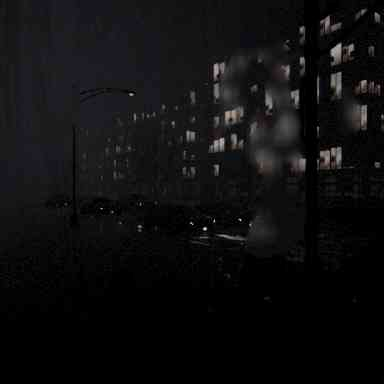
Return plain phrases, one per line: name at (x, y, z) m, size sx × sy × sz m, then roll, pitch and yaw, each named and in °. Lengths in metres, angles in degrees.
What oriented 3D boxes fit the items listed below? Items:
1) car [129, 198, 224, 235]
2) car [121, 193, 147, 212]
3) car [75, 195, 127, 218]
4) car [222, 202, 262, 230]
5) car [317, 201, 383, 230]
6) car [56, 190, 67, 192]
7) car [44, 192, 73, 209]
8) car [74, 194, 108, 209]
car at (-1.030, 1.292, 17.668) m, size 2.033 × 1.411 × 5.357 m, roll 0°, pitch 1°, yaw -38°
car at (-4.613, 0.911, 27.468) m, size 2.097 × 1.767 × 4.553 m, roll 0°, pitch 1°, yaw -38°
car at (-7.043, 1.092, 25.294) m, size 1.812 × 1.442 × 4.674 m, roll 0°, pitch 1°, yaw -38°
car at (1.576, 1.289, 19.667) m, size 2.033 × 1.411 × 5.357 m, roll 0°, pitch 1°, yaw -36°
car at (9.783, 1.311, 19.964) m, size 2.128 × 1.511 × 4.902 m, roll -1°, pitch 1°, yaw -41°
car at (-25.406, 0.300, 64.824) m, size 1.812 × 1.442 × 4.674 m, roll 0°, pitch 1°, yaw -38°
car at (-13.242, 0.947, 33.193) m, size 1.994 × 1.385 × 4.181 m, roll 0°, pitch 1°, yaw -38°
car at (-10.810, 0.976, 35.360) m, size 1.895 × 1.301 × 4.718 m, roll 0°, pitch 1°, yaw -38°
